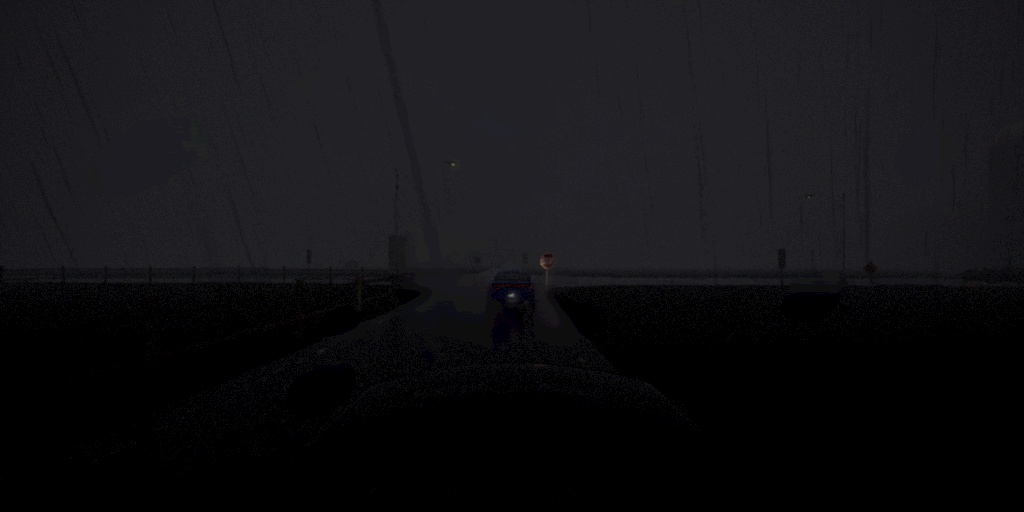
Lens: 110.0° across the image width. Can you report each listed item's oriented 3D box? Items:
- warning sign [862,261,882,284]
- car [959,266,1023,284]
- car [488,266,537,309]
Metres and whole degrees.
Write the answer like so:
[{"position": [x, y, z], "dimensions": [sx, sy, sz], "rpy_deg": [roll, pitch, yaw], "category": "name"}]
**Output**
[{"position": [29.345, 1.323, 29.300], "dimensions": [1.060, 1.860, 1.300], "rpy_deg": [0, 0, 0], "category": "warning sign"}, {"position": [44.122, 1.780, 32.785], "dimensions": [4.902, 1.511, 2.128], "rpy_deg": [0, 0, 1], "category": "car"}, {"position": [0.040, 1.364, 15.780], "dimensions": [1.882, 1.535, 5.008], "rpy_deg": [0, -1, 1], "category": "car"}]
